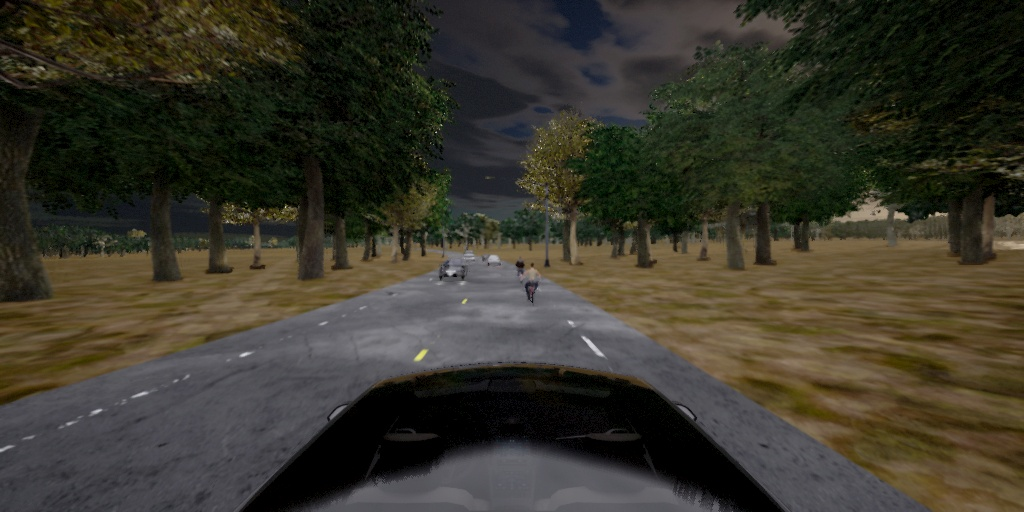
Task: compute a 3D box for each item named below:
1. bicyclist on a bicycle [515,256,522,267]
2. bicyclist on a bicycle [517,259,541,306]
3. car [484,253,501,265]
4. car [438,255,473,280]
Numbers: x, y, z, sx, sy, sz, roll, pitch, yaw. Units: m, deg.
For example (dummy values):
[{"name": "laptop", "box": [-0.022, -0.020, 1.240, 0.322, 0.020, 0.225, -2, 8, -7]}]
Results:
[{"name": "bicyclist on a bicycle", "box": [0.498, 0.868, 22.162, 0.659, 1.776, 1.843, 0, 1, -2]}, {"name": "bicyclist on a bicycle", "box": [0.761, 1.043, 13.822, 0.866, 1.612, 1.509, 0, 1, -1]}, {"name": "car", "box": [-2.730, 0.556, 53.296, 1.812, 1.442, 4.674, 0, 1, -6]}, {"name": "car", "box": [-4.289, 0.933, 26.733, 2.128, 1.511, 4.902, 0, 1, -3]}]
